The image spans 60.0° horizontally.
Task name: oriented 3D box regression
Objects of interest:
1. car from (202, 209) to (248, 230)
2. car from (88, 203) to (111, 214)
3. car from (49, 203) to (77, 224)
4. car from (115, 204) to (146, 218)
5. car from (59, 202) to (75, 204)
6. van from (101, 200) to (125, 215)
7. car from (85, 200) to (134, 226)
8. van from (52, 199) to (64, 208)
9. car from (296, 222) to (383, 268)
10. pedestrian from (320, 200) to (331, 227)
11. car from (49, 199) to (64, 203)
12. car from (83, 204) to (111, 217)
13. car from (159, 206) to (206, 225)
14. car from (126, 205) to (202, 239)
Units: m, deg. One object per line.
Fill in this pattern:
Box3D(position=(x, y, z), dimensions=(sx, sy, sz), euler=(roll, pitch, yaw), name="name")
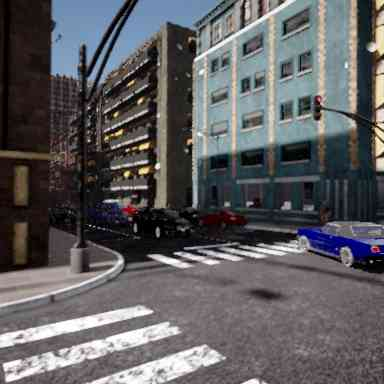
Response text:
Box3D(position=(2.095, 1.857, 23.209), dimensions=(1.802, 1.307, 4.206), euler=(0, -1, -33), name="car")
Box3D(position=(-12.957, 2.215, 46.361), dimensions=(1.947, 1.339, 4.313), euler=(0, -1, -33), name="car")
Box3D(position=(-10.959, 1.881, 27.914), dimensions=(1.947, 1.339, 4.313), euler=(0, -1, -33), name="car")
Box3D(position=(-6.936, 2.043, 37.101), dimensions=(1.887, 1.381, 4.507), euler=(0, -1, -33), name="car")
Box3D(position=(-12.090, 1.995, 34.424), dimensions=(1.994, 1.385, 4.181), euler=(1, -1, -33), name="car")
Box3D(position=(-9.947, 1.915, 41.734), dimensions=(1.690, 1.788, 3.998), euler=(0, -1, -33), name="van")
Box3D(position=(-6.652, 1.648, 26.064), dimensions=(2.097, 1.767, 4.553), euler=(1, -1, -33), name="car")
Box3D(position=(-28.010, 2.373, 69.516), dimensions=(1.690, 1.788, 3.998), euler=(0, -1, -33), name="van")
Box3D(position=(5.399, 1.674, 11.511), dimensions=(1.895, 1.301, 4.718), euler=(0, -1, -6), name="car")
Box3D(position=(7.886, 1.373, 19.727), dimensions=(0.375, 1.860, 0.375), euler=(0, 0, -33), name="pedestrian")
Box3D(position=(-24.278, 2.201, 59.038), dimensions=(2.097, 1.767, 4.553), euler=(1, -1, -32), name="car")
Box3D(position=(-11.142, 2.080, 38.830), dimensions=(1.994, 1.385, 4.181), euler=(1, -1, -33), name="car")
Box3D(position=(-0.915, 1.915, 27.840), dimensions=(1.947, 1.339, 4.313), euler=(0, -1, -33), name="car")
Box3D(position=(-1.738, 1.679, 18.488), dimensions=(1.837, 1.490, 4.892), euler=(1, -1, -33), name="car")
